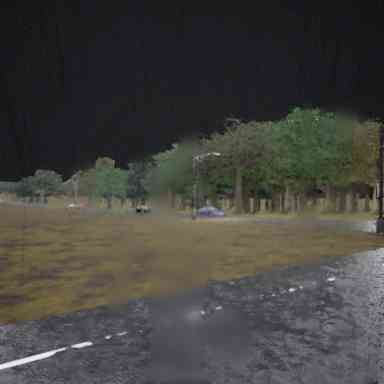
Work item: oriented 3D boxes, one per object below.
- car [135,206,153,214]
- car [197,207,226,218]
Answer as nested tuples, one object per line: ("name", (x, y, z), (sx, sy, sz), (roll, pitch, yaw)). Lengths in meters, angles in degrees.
("car", (-8.680, 3.202, 59.876), (1.882, 1.535, 5.008), (1, -2, -33))
("car", (2.365, 2.610, 42.847), (1.812, 1.442, 4.674), (1, -2, -33))
